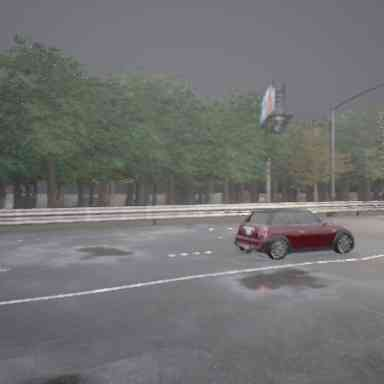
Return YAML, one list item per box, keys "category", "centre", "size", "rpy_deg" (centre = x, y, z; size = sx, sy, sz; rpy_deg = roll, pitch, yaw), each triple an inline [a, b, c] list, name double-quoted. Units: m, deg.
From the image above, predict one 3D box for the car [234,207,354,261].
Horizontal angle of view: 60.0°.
- category: "car"
  centre: [3.963, 1.444, 12.751]
  size: [4.553, 1.767, 2.097]
  rpy_deg: [0, 0, -24]
